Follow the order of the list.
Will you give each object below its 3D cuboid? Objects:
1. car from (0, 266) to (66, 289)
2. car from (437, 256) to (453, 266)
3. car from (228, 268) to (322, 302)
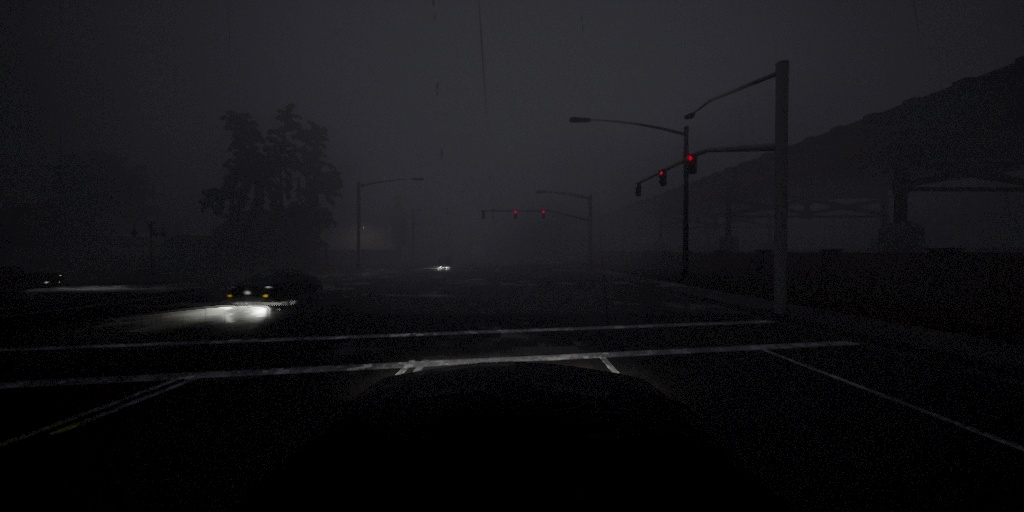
[{"bbox_3d":[-29.988,1.269,21.353,4.718,1.301,1.895,0,1,-1],"label":"car"},{"bbox_3d":[-10.488,0.692,56.433,2.128,1.511,4.902,0,1,0],"label":"car"},{"bbox_3d":[-10.497,1.257,16.218,1.994,1.385,4.181,0,1,0],"label":"car"}]
